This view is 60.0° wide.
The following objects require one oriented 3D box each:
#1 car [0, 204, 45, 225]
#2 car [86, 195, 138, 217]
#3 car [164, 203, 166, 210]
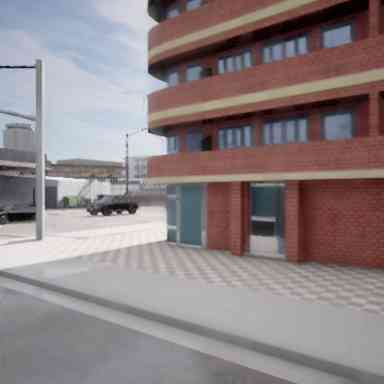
[{"bbox_3d":[-13.361,1.632,24.994,1.994,1.385,4.181,0,0,34],"label":"car"},{"bbox_3d":[-7.789,1.293,33.167,2.150,2.045,5.566,0,0,34],"label":"car"},{"bbox_3d":[-1.531,1.548,42.273,1.882,1.535,5.008,0,0,34],"label":"car"}]
